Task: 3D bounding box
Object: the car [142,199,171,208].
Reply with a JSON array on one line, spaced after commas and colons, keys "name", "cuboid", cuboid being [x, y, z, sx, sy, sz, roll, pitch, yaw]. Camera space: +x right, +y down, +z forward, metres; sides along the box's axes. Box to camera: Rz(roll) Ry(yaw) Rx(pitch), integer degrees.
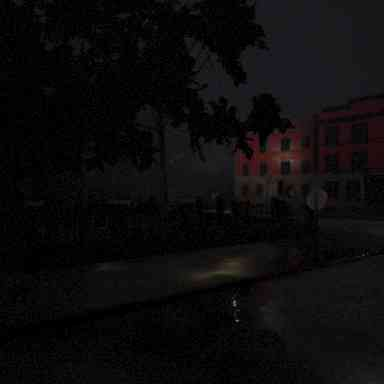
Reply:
[{"name": "car", "cuboid": [-4.577, 1.561, 41.455, 1.895, 1.301, 4.718, 0, 0, -35]}]
